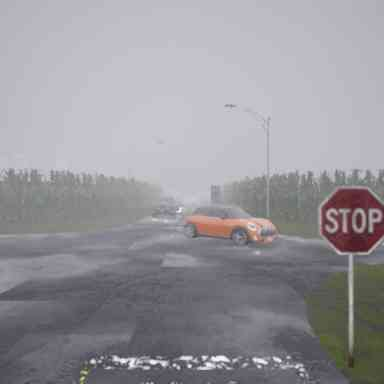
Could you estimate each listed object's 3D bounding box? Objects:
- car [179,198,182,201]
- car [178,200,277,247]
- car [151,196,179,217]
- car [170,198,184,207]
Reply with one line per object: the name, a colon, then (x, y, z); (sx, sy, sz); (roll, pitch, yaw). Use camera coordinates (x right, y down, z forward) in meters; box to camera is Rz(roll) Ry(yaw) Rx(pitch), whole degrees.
car: (-2.713, 1.786, 46.633); (1.812, 1.442, 4.674); (0, 0, -1)
car: (1.763, 1.464, 15.975); (4.553, 1.767, 2.097); (0, -1, 45)
car: (-2.747, 1.413, 33.496); (2.150, 2.045, 5.566); (0, -1, 0)
car: (-2.606, 1.814, 59.331); (2.128, 1.511, 4.902); (0, 0, 1)
